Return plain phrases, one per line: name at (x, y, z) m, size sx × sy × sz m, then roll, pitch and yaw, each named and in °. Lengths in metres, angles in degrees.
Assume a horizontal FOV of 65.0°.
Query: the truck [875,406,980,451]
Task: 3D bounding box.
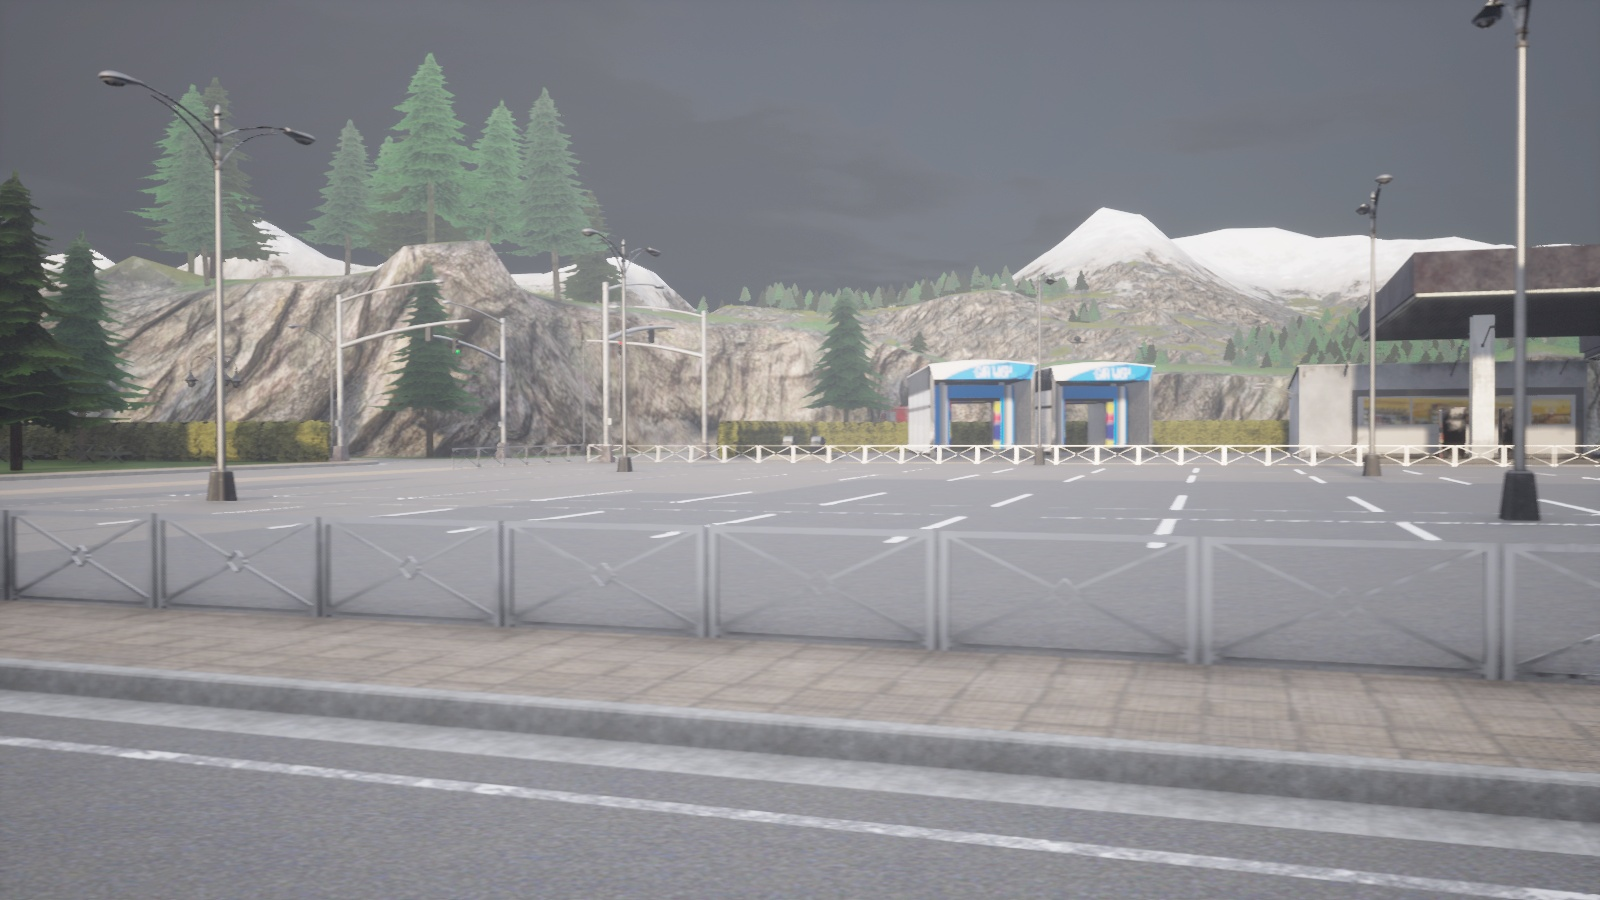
truck at (9.988, -1.676, 98.254) m, size 7.936 × 3.462 × 2.891 m, roll 0°, pitch 1°, yaw 11°
